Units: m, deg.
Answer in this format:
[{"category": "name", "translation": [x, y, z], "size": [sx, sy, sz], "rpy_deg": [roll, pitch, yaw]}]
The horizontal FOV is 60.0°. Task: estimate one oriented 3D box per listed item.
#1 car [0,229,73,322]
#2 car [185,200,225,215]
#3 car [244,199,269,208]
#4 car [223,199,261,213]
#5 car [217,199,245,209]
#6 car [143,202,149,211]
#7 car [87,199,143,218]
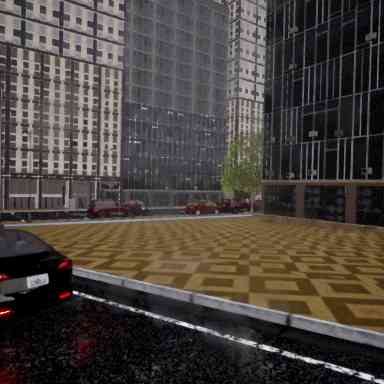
[{"category": "car", "translation": [-4.434, 1.501, 6.836], "size": [4.792, 1.488, 2.163], "rpy_deg": [0, 0, 36]}, {"category": "car", "translation": [1.319, 1.965, 39.948], "size": [4.507, 1.381, 1.887], "rpy_deg": [1, 1, -34]}, {"category": "car", "translation": [10.891, 1.934, 56.065], "size": [4.206, 1.307, 1.802], "rpy_deg": [1, 1, -34]}, {"category": "car", "translation": [5.999, 1.782, 43.150], "size": [5.009, 1.841, 2.192], "rpy_deg": [1, 1, -34]}, {"category": "car", "translation": [6.216, 1.872, 52.859], "size": [4.313, 1.339, 1.947], "rpy_deg": [1, 1, -34]}, {"category": "car", "translation": [-7.810, 1.719, 43.241], "size": [4.403, 1.369, 2.008], "rpy_deg": [1, 1, -34]}, {"category": "car", "translation": [-8.026, 1.644, 33.533], "size": [5.009, 1.841, 2.192], "rpy_deg": [1, 1, -34]}]
